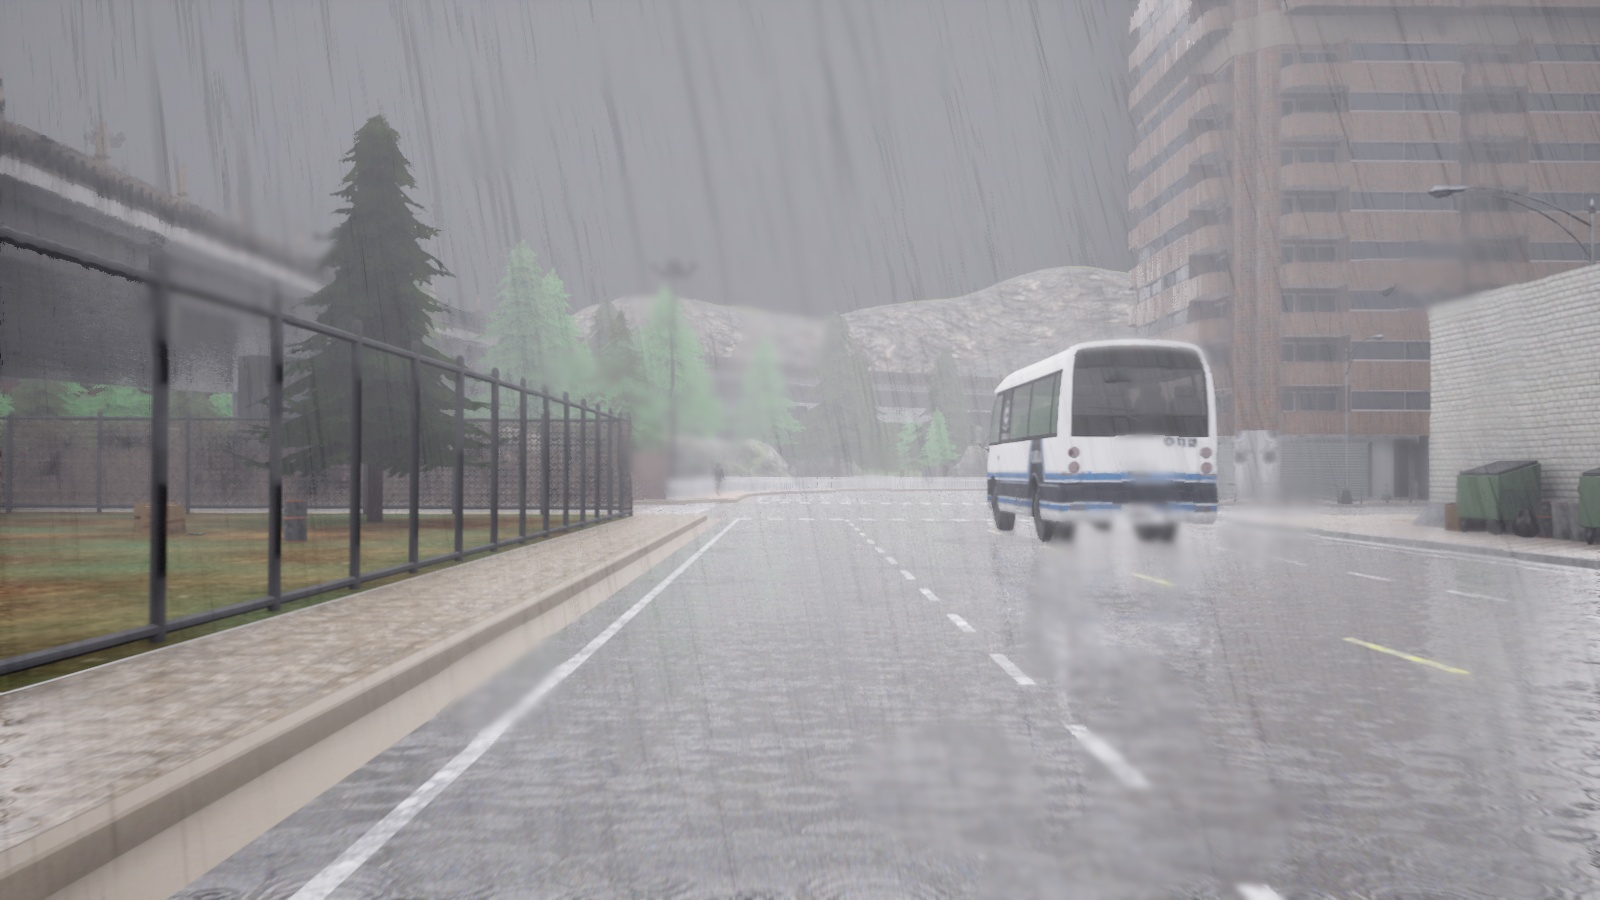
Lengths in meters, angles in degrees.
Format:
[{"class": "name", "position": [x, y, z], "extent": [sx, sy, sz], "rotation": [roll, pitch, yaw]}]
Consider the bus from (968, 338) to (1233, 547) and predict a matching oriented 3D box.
[{"class": "bus", "position": [6.813, -0.074, 30.751], "extent": [3.944, 4.253, 10.273], "rotation": [0, -1, 0]}]

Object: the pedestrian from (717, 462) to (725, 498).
[{"class": "pedestrian", "position": [-4.292, 1.628, 68.263], "extent": [0.423, 1.949, 0.788], "rotation": [0, -1, 0]}]
